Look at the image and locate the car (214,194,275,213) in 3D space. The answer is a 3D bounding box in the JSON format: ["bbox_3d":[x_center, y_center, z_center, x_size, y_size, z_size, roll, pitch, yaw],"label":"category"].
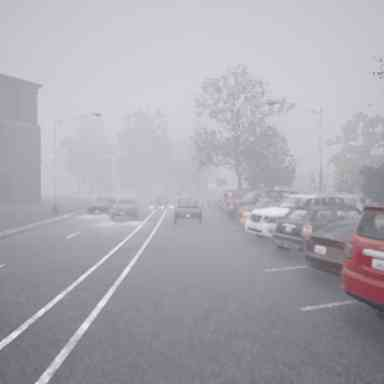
[{"bbox_3d":[4.698,0.996,29.690,4.892,1.521,2.231,0,1,-23],"label":"car"}]

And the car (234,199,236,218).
[{"bbox_3d":[5.267,1.286,17.889,5.366,1.575,1.946,0,1,-22],"label":"car"}]

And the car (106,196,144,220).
[{"bbox_3d":[-4.659,1.148,24.310,1.837,1.490,4.892,0,1,-2],"label":"car"}]

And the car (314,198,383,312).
[{"bbox_3d":[5.329,1.210,5.925,5.566,2.045,2.435,1,0,-21],"label":"car"}]

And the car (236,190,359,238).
[{"bbox_3d":[5.144,1.096,14.816,5.566,2.045,2.435,0,2,-21],"label":"car"}]

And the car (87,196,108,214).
[{"bbox_3d":[-7.580,1.072,28.918,2.033,1.411,5.357,0,1,-2],"label":"car"}]

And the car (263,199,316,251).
[{"bbox_3d":[5.196,1.270,11.849,4.553,1.767,2.185,0,1,-21],"label":"car"}]

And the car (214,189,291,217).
[{"bbox_3d":[4.846,0.819,26.728,5.566,2.045,2.435,0,1,-22],"label":"car"}]

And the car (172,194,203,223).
[{"bbox_3d":[-0.301,1.176,22.551,2.128,1.511,4.902,0,1,-2],"label":"car"}]

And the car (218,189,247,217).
[{"bbox_3d":[4.900,0.894,23.727,5.566,2.045,2.435,0,2,-22],"label":"car"}]

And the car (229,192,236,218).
[{"bbox_3d":[5.046,1.095,20.788,4.553,1.767,2.185,0,2,-22],"label":"car"}]

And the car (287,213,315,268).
[{"bbox_3d":[5.293,1.463,8.902,4.792,1.488,2.163,0,0,-21],"label":"car"}]
